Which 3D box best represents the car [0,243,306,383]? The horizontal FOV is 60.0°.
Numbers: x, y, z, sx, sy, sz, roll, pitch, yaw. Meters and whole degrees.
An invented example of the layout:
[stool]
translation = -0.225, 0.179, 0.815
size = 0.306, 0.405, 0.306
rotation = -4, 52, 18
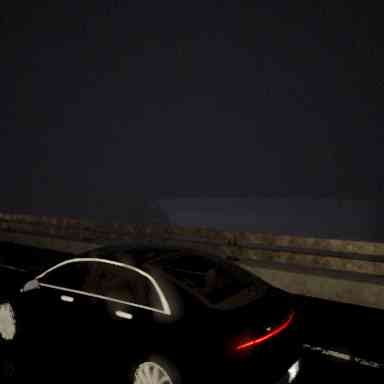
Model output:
[car]
translation = -0.961, 1.505, 4.699
size = 4.892, 1.490, 1.837
rotation = 0, 0, 36
